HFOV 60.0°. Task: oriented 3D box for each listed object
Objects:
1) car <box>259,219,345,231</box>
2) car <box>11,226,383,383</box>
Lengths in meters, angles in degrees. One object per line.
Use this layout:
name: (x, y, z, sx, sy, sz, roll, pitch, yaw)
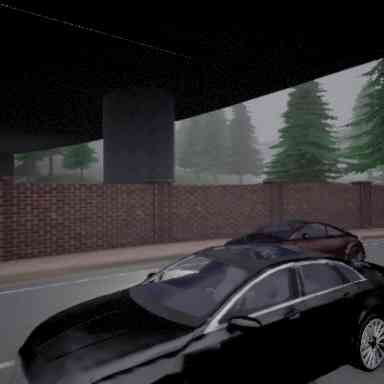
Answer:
car: (2.871, 1.495, 9.439, 4.181, 1.385, 1.994, -1, 0, -27)
car: (0.576, 1.466, 4.081, 4.902, 1.511, 2.128, -1, 0, -32)
